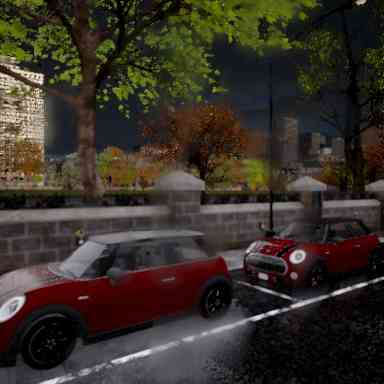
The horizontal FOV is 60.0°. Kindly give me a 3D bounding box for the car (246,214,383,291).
[{"bbox_3d":[3.281,1.436,8.902,4.097,1.590,1.967,0,0,-36],"label":"car"}]

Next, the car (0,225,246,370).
[{"bbox_3d":[-1.300,1.439,5.634,4.097,1.590,1.967,0,0,-36],"label":"car"}]
